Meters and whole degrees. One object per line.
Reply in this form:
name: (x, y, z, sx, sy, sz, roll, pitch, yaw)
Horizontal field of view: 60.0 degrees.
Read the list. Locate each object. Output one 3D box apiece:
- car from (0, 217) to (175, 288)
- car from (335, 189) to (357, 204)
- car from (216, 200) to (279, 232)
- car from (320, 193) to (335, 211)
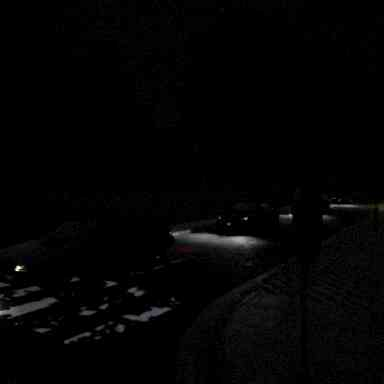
car: (-2.723, 1.443, 9.416, 2.033, 1.411, 5.357, -1, 1, 36)
car: (16.582, 0.486, 36.095, 1.837, 1.490, 4.892, -1, 2, 37)
car: (3.074, 1.157, 17.447, 1.812, 1.442, 4.674, -1, 1, 36)
car: (9.634, 0.826, 26.524, 1.837, 1.490, 4.892, -1, 1, 36)
